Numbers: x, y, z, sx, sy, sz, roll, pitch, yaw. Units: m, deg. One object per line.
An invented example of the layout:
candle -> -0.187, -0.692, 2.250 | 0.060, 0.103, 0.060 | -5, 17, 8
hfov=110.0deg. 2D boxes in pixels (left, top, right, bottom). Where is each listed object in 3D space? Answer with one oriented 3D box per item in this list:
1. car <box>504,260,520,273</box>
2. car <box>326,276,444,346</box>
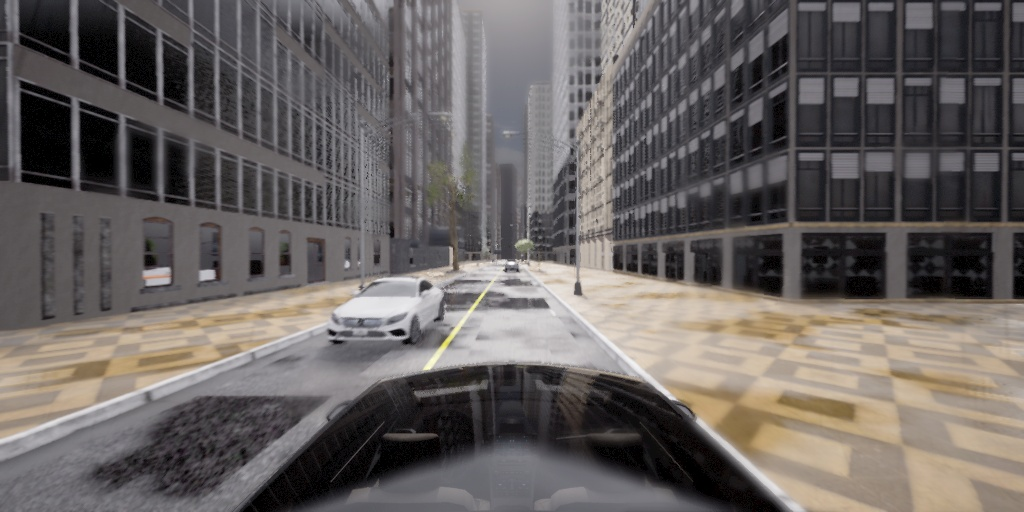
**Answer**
car -> -0.013, 1.322, 44.951 | 2.033, 1.411, 5.357 | 0, 0, 0
car -> -3.044, 1.277, 9.589 | 1.812, 1.442, 4.674 | 0, 0, 1
